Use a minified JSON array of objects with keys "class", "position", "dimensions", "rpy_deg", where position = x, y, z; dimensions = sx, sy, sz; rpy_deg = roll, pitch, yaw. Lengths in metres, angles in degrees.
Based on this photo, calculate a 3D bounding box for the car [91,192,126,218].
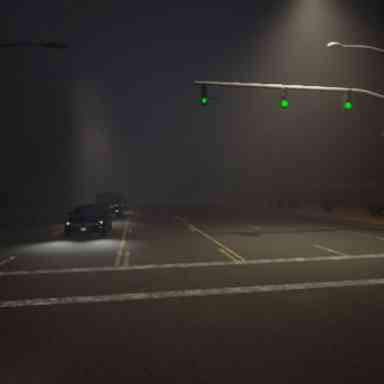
[{"class":"car","position":[-6.902,0.993,27.274],"dimensions":[2.150,2.045,5.566],"rpy_deg":[-1,0,-8]}]

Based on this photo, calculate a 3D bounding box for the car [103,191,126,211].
[{"class":"car","position":[-8.665,0.969,37.663],"dimensions":[2.150,2.045,5.566],"rpy_deg":[-1,0,-9]}]

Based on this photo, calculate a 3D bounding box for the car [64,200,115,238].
[{"class":"car","position":[-5.168,1.350,16.959],"dimensions":[1.812,1.442,4.674],"rpy_deg":[-1,0,-9]}]
